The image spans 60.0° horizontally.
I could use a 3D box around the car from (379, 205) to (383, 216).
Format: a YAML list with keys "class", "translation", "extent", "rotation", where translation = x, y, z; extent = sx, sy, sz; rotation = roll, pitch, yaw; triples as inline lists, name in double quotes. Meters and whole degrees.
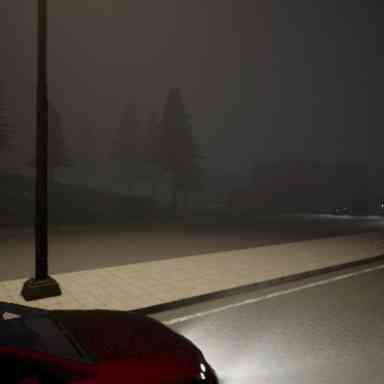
- class: "car"
  translation: [20.194, 1.442, 32.322]
  extent: [4.553, 1.767, 2.097]
  rotation: [0, 0, -35]

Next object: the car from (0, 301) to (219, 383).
- class: "car"
  translation: [-1.773, 1.562, 2.413]
  extent: [4.181, 1.385, 1.994]
  rotation: [0, 0, -36]

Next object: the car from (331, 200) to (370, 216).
- class: "car"
  translation: [16.139, 1.577, 33.763]
  extent: [4.892, 1.490, 1.837]
  rotation: [1, 0, -35]
